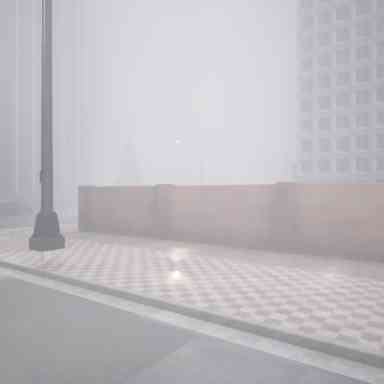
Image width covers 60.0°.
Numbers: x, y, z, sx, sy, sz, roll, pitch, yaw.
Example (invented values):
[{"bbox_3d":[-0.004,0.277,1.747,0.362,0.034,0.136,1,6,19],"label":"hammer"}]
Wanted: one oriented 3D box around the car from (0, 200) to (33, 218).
[{"bbox_3d":[-16.016,1.504,28.013,1.837,1.490,4.892,0,0,35],"label":"car"}]
